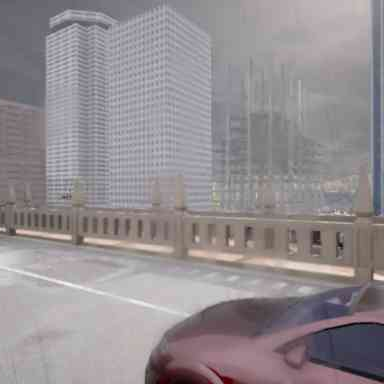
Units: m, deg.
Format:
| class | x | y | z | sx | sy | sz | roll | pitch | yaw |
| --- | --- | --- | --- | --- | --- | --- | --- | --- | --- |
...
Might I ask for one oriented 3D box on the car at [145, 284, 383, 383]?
| class | x | y | z | sx | sy | sz | roll | pitch | yaw |
| --- | --- | --- | --- | --- | --- | --- | --- | --- | --- |
| car | 1.582 | 1.565 | 2.863 | 4.181 | 1.385 | 1.994 | 0 | 0 | 35 |
